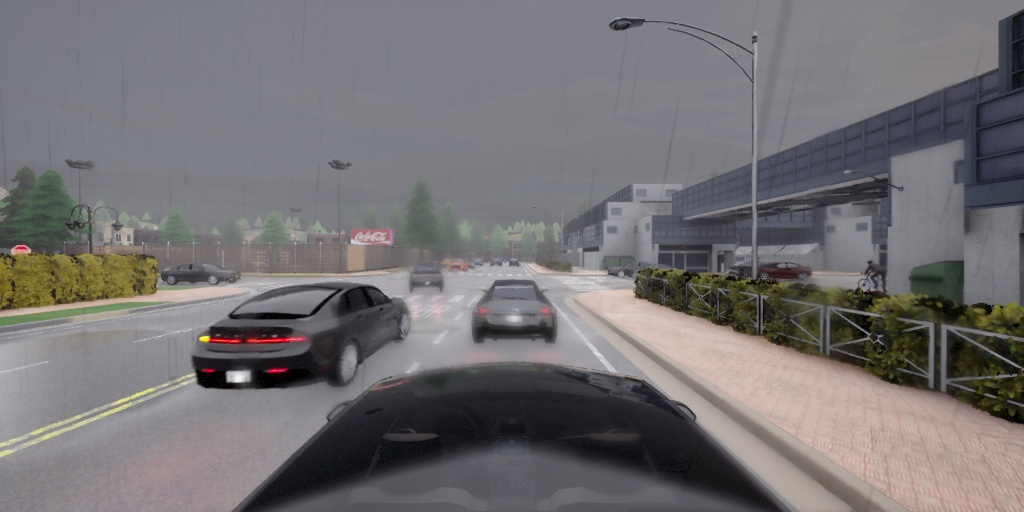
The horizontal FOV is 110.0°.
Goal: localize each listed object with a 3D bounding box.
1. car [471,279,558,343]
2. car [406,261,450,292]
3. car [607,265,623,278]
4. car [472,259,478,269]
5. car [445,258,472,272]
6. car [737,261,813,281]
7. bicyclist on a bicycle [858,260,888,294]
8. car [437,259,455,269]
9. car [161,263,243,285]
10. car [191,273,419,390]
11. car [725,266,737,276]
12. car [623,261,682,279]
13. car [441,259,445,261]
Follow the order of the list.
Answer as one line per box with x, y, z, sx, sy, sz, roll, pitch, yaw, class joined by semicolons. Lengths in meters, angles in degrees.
0.071;1.314;9.676;1.994;1.385;4.181;0;0;1;car
-5.169;1.240;21.274;2.128;1.511;4.902;0;0;-17;car
11.350;1.255;33.198;4.892;1.490;1.837;0;0;1;car
-6.861;1.351;55.628;1.895;1.301;4.718;0;0;1;car
-6.941;1.102;46.641;2.097;1.767;4.553;0;0;1;car
21.885;1.228;29.645;5.008;1.535;1.882;0;0;0;car
18.320;1.053;18.167;0.582;1.620;1.656;0;0;0;bicyclist on a bicycle
-10.350;1.227;56.427;1.882;1.535;5.008;0;0;1;car
-21.835;1.238;25.335;4.892;1.490;1.837;0;0;0;car
-3.399;1.255;6.881;1.837;1.490;4.892;0;0;0;car
22.436;1.242;33.145;4.902;1.511;2.128;0;0;0;car
11.834;1.314;29.656;4.181;1.385;1.994;0;0;-1;car
-10.431;1.314;47.785;1.994;1.385;4.181;0;0;1;car
